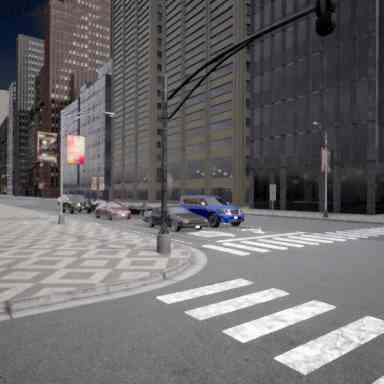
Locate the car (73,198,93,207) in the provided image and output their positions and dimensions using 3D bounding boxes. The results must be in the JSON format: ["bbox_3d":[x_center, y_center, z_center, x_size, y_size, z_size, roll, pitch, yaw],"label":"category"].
[{"bbox_3d":[-18.673,1.731,56.739,1.837,1.490,4.892,1,-1,-36],"label":"car"}]

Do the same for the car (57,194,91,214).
[{"bbox_3d":[-13.117,1.321,37.452,2.150,2.045,5.566,1,-1,-36],"label":"car"}]

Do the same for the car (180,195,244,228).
[{"bbox_3d":[1.120,1.266,23.073,2.150,2.045,5.566,1,-1,-36],"label":"car"}]

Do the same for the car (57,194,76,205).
[{"bbox_3d":[-24.719,1.487,65.204,2.150,2.045,5.566,1,-1,-36],"label":"car"}]

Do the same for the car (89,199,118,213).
[{"bbox_3d":[-10.604,1.649,39.520,1.812,1.442,4.674,1,-1,-35],"label":"car"}]

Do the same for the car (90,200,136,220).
[{"bbox_3d":[-6.900,1.583,28.723,1.812,1.442,4.674,1,-1,-35],"label":"car"}]

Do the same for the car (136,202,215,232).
[{"bbox_3d":[-1.209,1.566,20.752,2.033,1.411,5.357,1,-1,-35],"label":"car"}]
